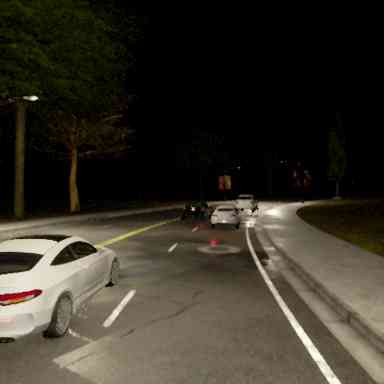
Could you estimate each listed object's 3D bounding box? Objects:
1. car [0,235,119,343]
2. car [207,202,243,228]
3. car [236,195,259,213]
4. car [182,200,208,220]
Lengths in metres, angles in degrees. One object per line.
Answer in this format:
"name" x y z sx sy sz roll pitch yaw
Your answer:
"car" -2.837 1.566 6.538 1.812 1.442 4.674 0 0 3
"car" 2.447 1.661 23.367 1.812 1.442 4.674 0 0 10
"car" 6.781 1.385 40.491 2.150 2.045 5.566 -1 -1 18
"car" 0.569 1.525 30.221 2.097 1.767 4.553 0 0 13
